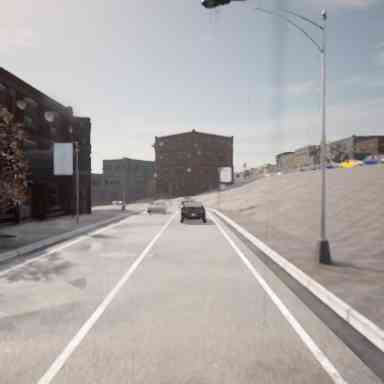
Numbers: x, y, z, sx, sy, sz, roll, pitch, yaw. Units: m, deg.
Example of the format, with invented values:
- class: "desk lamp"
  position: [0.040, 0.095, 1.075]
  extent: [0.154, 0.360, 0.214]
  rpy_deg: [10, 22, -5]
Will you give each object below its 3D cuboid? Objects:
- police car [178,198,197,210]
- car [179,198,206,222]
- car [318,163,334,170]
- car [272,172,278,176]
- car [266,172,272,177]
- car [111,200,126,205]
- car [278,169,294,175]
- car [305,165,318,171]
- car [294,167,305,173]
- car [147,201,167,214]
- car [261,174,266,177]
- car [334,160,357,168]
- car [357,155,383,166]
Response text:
- class: "police car"
  position: [-0.752, 1.630, 47.208]
  extent: [1.930, 1.638, 5.238]
  rpy_deg: [0, -1, -9]
- class: "car"
  position: [0.099, 1.477, 26.295]
  extent: [1.882, 1.535, 5.008]
  rpy_deg: [0, 0, 0]
- class: "car"
  position: [22.107, -3.832, 51.875]
  extent: [2.002, 1.452, 4.674]
  rpy_deg: [0, 1, -2]
- class: "car"
  position: [21.394, -4.203, 79.365]
  extent: [2.002, 1.452, 4.674]
  rpy_deg: [0, 1, -1]
- class: "car"
  position: [21.272, -4.435, 85.038]
  extent: [2.185, 1.767, 4.553]
  rpy_deg: [0, 1, -1]
- class: "car"
  position: [-16.579, 2.456, 74.558]
  extent: [1.812, 1.442, 4.674]
  rpy_deg: [-1, -2, -41]
- class: "car"
  position: [21.512, -4.305, 73.872]
  extent: [2.185, 1.767, 4.553]
  rpy_deg: [0, 1, -1]
- class: "car"
  position: [21.875, -3.969, 57.417]
  extent: [2.231, 1.521, 4.892]
  rpy_deg: [0, 1, -1]
- class: "car"
  position: [21.748, -4.048, 62.935]
  extent: [2.231, 1.521, 4.892]
  rpy_deg: [0, 1, -1]
- class: "car"
  position: [-3.656, 1.653, 35.257]
  extent: [1.895, 1.301, 4.718]
  rpy_deg: [0, -1, -1]
- class: "car"
  position: [21.153, -4.496, 90.557]
  extent: [2.185, 1.767, 4.553]
  rpy_deg: [0, 1, -1]
- class: "car"
  position: [22.458, -3.771, 46.338]
  extent: [2.097, 1.535, 5.008]
  rpy_deg: [0, 1, -4]
- class: "car"
  position: [22.925, -3.795, 40.832]
  extent: [2.185, 1.767, 4.553]
  rpy_deg: [0, 1, -5]
